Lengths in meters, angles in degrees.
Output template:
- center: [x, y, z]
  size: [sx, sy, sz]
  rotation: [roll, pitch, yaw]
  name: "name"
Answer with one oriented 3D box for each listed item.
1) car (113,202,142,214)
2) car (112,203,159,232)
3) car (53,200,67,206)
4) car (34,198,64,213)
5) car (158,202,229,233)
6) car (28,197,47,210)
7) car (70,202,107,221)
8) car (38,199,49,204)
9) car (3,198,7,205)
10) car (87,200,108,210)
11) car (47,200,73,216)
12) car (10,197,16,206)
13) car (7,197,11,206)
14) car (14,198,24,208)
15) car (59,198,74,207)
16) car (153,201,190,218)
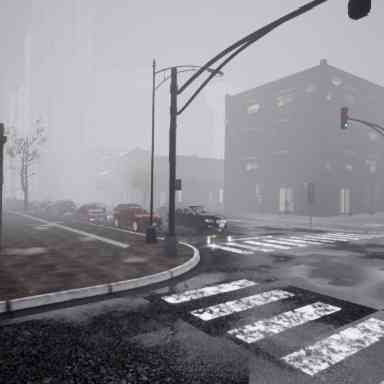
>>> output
- center: [-8.338, 1.966, 42.921]
  size: [2.008, 1.369, 4.403]
  rotation: [1, -1, -35]
  name: "car"
- center: [-3.426, 1.615, 20.831]
  size: [1.887, 1.381, 4.507]
  rotation: [1, -1, -35]
  name: "car"
- center: [-28.403, 2.307, 71.405]
  size: [1.802, 1.307, 4.206]
  rotation: [1, -1, -35]
  name: "car"
- center: [-18.041, 1.843, 41.785]
  size: [2.008, 1.369, 4.403]
  rotation: [1, -1, -35]
  name: "car"
- center: [0.247, 1.593, 20.335]
  size: [2.128, 1.511, 4.902]
  rotation: [1, -1, -35]
  name: "car"
- center: [-22.718, 1.892, 48.546]
  size: [1.752, 1.417, 4.829]
  rotation: [1, -1, -35]
  name: "car"
- center: [-8.584, 1.730, 28.207]
  size: [1.802, 1.307, 4.206]
  rotation: [1, -1, -35]
  name: "car"
- center: [-38.012, 2.404, 85.149]
  size: [1.752, 1.417, 4.829]
  rotation: [1, -1, -35]
  name: "car"
- center: [-38.441, 1.931, 71.144]
  size: [2.192, 1.841, 5.009]
  rotation: [1, -1, -35]
  name: "car"
- center: [-14.820, 2.039, 52.098]
  size: [1.752, 1.417, 4.829]
  rotation: [1, -1, -35]
  name: "car"
- center: [-13.741, 1.792, 35.585]
  size: [1.947, 1.339, 4.313]
  rotation: [1, -1, -35]
  name: "car"
- center: [-32.101, 2.082, 62.072]
  size: [1.947, 1.339, 4.313]
  rotation: [1, -1, -35]
  name: "car"
- center: [-35.272, 2.132, 66.606]
  size: [1.947, 1.339, 4.313]
  rotation: [1, -1, -35]
  name: "car"
- center: [-29.113, 2.013, 57.785]
  size: [1.887, 1.381, 4.507]
  rotation: [1, -1, -35]
  name: "car"
- center: [-25.233, 2.115, 66.872]
  size: [1.967, 1.590, 4.097]
  rotation: [1, -1, -35]
  name: "car"
- center: [-2.134, 1.761, 34.060]
  size: [1.967, 1.590, 4.097]
  rotation: [1, -1, -35]
  name: "car"
